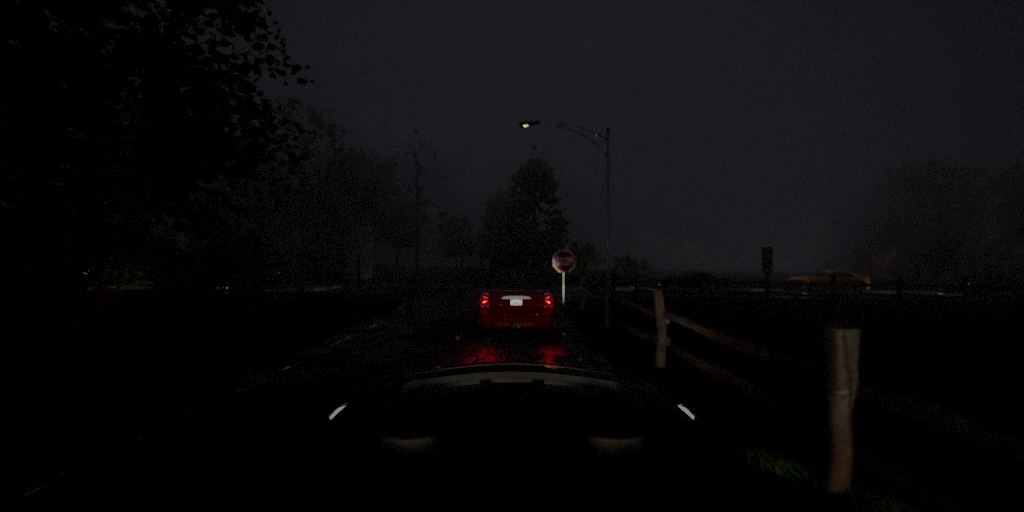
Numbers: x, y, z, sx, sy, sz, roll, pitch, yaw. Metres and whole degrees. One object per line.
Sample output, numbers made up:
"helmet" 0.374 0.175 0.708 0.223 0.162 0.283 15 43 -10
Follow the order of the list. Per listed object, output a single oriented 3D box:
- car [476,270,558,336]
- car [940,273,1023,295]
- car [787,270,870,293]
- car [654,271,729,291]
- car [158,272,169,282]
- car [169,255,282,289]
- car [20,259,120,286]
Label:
"car" 0.202 1.193 10.973 2.097 1.767 4.553 0 -1 3
"car" 33.982 1.959 25.836 4.902 1.511 2.128 1 0 0
"car" 22.704 1.783 25.850 5.008 1.535 1.882 1 0 0
"car" 12.804 1.765 25.858 4.718 1.301 1.895 1 0 0
"car" -22.757 1.229 25.766 4.181 1.385 1.994 1 0 0
"car" -17.848 0.971 22.833 5.566 2.045 2.150 1 0 0
"car" -27.932 0.964 22.793 4.553 1.767 2.097 1 0 0
